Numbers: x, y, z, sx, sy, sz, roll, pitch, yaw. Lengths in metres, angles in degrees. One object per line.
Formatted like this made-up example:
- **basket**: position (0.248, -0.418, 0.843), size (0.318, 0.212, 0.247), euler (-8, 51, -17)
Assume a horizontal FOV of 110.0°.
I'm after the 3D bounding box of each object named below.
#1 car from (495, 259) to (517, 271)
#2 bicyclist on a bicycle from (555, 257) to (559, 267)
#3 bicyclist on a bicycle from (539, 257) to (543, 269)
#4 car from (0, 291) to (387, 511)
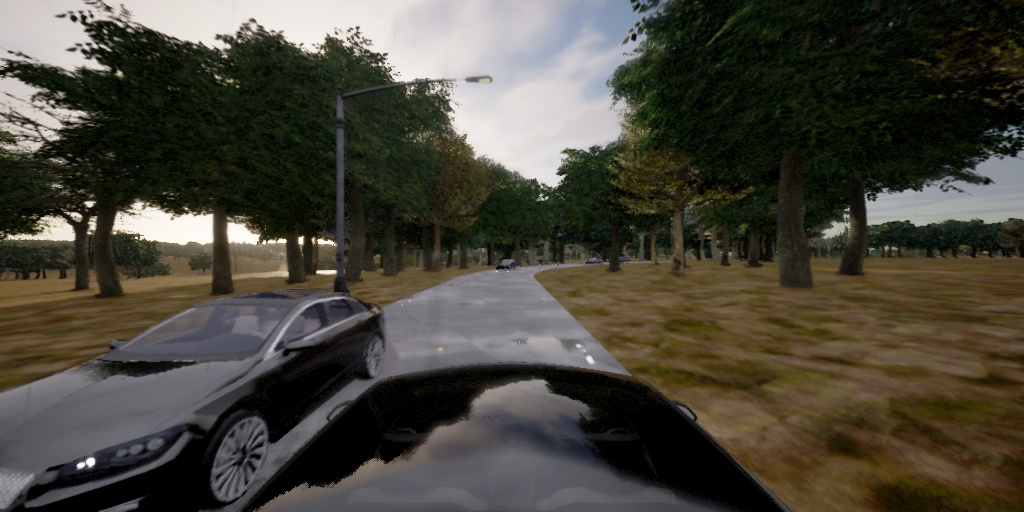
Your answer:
- **car**: position (-0.742, 1.151, 47.709), size (1.837, 1.490, 4.892), euler (0, 1, 16)
- **bicyclist on a bicycle**: position (7.385, 0.992, 58.313), size (0.659, 1.776, 1.843), euler (0, 1, 26)
- **bicyclist on a bicycle**: position (4.089, 1.017, 50.331), size (0.659, 1.776, 1.843), euler (0, 0, 18)
- **car**: position (-3.101, 1.240, 4.402), size (2.128, 1.511, 4.902), euler (0, 0, 0)
